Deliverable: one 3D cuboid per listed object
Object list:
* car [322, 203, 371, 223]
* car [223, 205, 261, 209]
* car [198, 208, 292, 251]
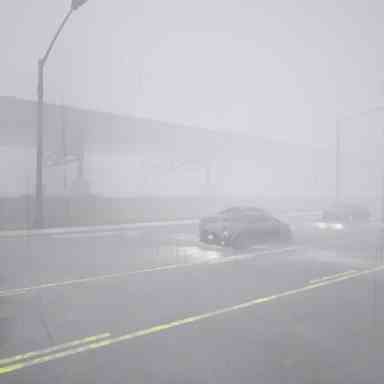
[{"bbox_3d":[11.657,1.526,25.077,4.181,1.385,1.994,0,0,-35],"label":"car"},{"bbox_3d":[2.575,1.521,18.722,4.892,1.490,1.837,0,0,-35],"label":"car"},{"bbox_3d":[2.356,1.582,14.256,4.181,1.385,1.994,0,0,-35],"label":"car"}]
